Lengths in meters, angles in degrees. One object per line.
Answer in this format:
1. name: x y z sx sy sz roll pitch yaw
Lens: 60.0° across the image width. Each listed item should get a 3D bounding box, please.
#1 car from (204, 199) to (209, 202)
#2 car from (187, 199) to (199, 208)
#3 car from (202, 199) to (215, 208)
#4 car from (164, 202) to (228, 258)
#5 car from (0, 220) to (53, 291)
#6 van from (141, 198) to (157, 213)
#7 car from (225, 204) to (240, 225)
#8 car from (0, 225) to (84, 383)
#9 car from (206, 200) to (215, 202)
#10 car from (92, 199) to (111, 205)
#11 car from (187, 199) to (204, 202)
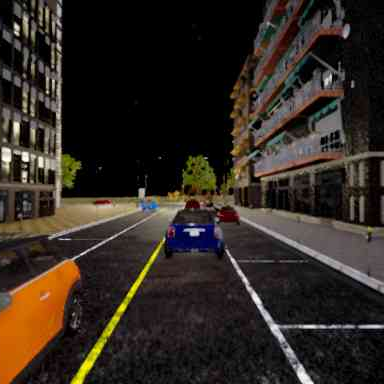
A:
1. car: 2.671 1.852 47.053 2.008 1.369 4.403 0 0 0
2. car: 0.111 1.885 56.156 1.812 1.442 4.674 0 -1 -2
3. car: 2.705 1.896 54.983 1.887 1.381 4.507 0 0 0
4. car: 0.061 1.439 13.368 2.097 1.767 4.553 0 0 -1
5. car: -5.312 1.579 8.214 1.752 1.417 4.829 0 0 0
6. van: -5.337 1.608 41.582 1.690 1.788 3.998 0 0 0
7. car: 2.571 1.743 24.949 1.802 1.307 4.206 0 0 0
8. car: -2.850 1.376 3.659 2.097 1.767 4.553 0 0 0
9. car: 2.572 1.747 30.476 2.008 1.369 4.403 0 0 0
10. car: -20.578 2.306 75.789 4.206 1.307 1.802 -1 0 0
11. car: 0.107 1.742 41.230 1.882 1.535 5.008 0 0 0
